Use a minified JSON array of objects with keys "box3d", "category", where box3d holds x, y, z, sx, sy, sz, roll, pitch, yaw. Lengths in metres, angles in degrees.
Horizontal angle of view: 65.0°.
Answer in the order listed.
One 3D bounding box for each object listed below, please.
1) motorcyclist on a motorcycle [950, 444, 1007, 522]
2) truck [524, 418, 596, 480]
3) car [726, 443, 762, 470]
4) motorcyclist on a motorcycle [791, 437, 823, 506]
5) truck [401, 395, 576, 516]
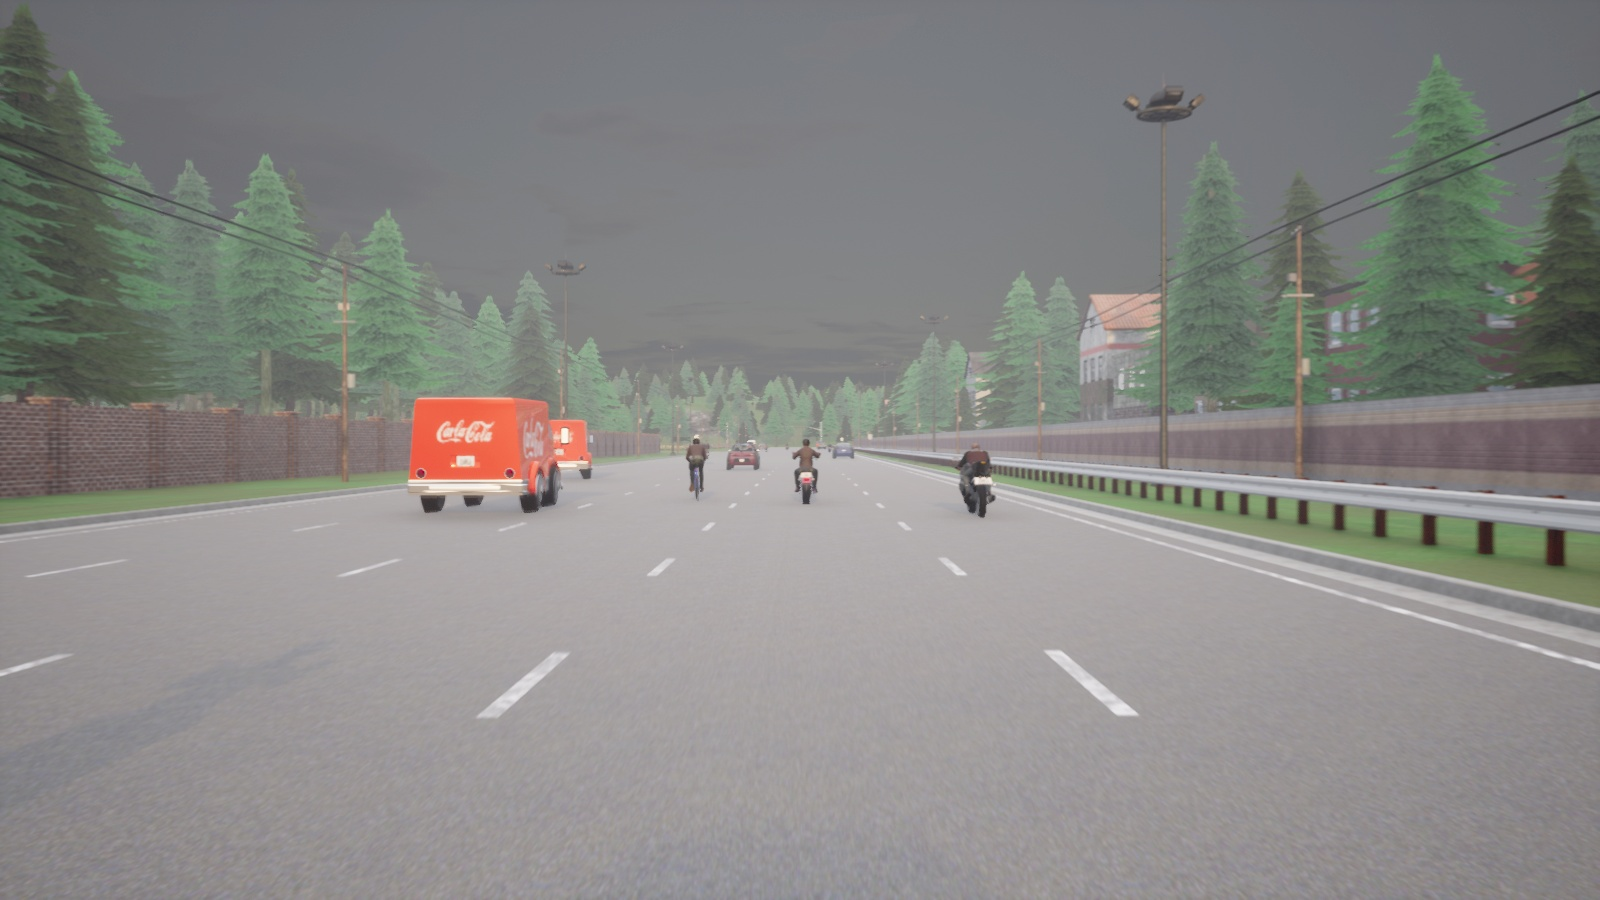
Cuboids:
[{"box3d":[3.644,0.637,25.802,0.866,1.530,2.191,0,0,0],"category":"motorcyclist on a motorcycle"},{"box3d":[-10.063,-0.046,53.162,2.627,2.467,5.204,0,0,-7],"category":"truck"},{"box3d":[-3.128,0.360,70.393,1.816,1.474,4.193,0,0,0],"category":"car"},{"box3d":[0.172,0.519,31.459,0.766,1.649,2.350,0,0,0],"category":"motorcyclist on a motorcycle"},{"box3d":[-6.844,0.096,28.322,2.627,2.467,5.204,0,0,0],"category":"truck"}]
